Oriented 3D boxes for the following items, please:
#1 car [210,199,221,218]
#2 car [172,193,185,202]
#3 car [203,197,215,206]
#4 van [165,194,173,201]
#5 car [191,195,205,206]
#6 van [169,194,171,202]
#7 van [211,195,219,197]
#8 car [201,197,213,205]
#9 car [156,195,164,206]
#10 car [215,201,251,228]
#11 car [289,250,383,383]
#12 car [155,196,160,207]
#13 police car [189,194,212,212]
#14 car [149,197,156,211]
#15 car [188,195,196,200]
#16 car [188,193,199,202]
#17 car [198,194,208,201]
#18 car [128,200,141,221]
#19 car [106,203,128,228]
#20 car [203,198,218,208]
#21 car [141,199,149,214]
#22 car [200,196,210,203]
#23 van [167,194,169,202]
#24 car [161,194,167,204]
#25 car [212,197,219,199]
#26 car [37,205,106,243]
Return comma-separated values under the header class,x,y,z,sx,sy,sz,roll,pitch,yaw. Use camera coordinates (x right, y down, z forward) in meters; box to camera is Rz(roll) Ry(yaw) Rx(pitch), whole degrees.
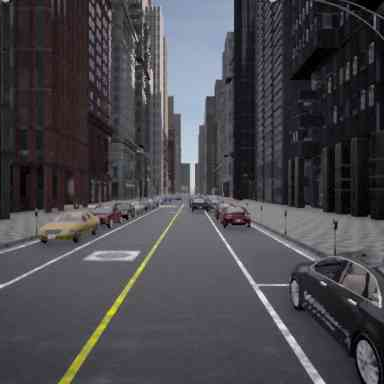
class,x,y,z,sx,sy,sz,roll,pitch,yaw
car,2.761,1.540,27.506,1.887,1.381,4.507,0,0,0
car,-3.001,1.516,75.878,1.895,1.301,4.718,0,0,0
car,2.760,1.589,55.687,1.802,1.307,4.206,0,0,0
van,-5.767,1.377,83.853,1.690,1.788,3.998,0,0,0
car,0.898,1.357,53.934,2.097,1.767,4.553,0,0,0
van,-5.766,1.358,66.944,1.690,1.788,3.998,0,0,0
van,2.760,1.341,44.414,1.690,1.788,3.998,0,0,0
car,2.760,1.563,61.323,2.008,1.369,4.403,0,0,0
car,-5.765,1.569,50.034,1.947,1.339,4.313,0,0,0
car,2.761,1.540,21.869,1.887,1.381,4.507,0,0,0
car,2.761,1.549,4.962,2.008,1.369,4.403,0,0,0
car,-5.765,1.581,44.398,1.802,1.307,4.206,0,0,0
police car,0.899,1.423,38.074,1.930,1.638,5.238,0,0,0
car,-5.765,1.563,38.760,1.947,1.339,4.313,0,0,0
car,-0.002,1.544,89.091,1.895,1.301,4.718,0,0,0
car,0.675,1.346,47.968,2.097,1.767,4.553,-1,0,2
car,2.758,1.352,83.868,2.192,1.841,5.009,0,0,0
car,-5.764,1.561,27.488,1.947,1.339,4.313,0,0,0
car,-5.764,1.540,21.851,1.887,1.381,4.507,0,0,0
car,2.760,1.554,50.051,2.008,1.369,4.403,0,0,0
car,-5.764,1.521,32.954,1.752,1.417,4.829,0,0,0
car,2.759,1.568,72.595,1.887,1.381,4.507,0,0,0
van,-5.766,1.353,61.308,1.690,1.788,3.998,0,0,0
car,-5.766,1.447,55.671,1.967,1.590,4.097,0,0,0
car,2.760,1.548,38.778,2.008,1.369,4.403,0,0,0
car,-5.764,1.521,16.045,1.752,1.417,4.829,0,0,0
